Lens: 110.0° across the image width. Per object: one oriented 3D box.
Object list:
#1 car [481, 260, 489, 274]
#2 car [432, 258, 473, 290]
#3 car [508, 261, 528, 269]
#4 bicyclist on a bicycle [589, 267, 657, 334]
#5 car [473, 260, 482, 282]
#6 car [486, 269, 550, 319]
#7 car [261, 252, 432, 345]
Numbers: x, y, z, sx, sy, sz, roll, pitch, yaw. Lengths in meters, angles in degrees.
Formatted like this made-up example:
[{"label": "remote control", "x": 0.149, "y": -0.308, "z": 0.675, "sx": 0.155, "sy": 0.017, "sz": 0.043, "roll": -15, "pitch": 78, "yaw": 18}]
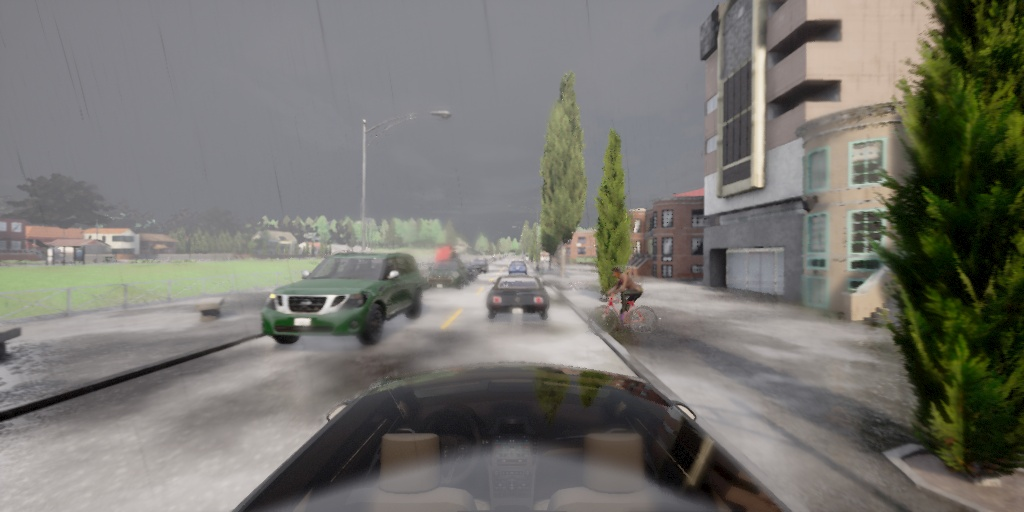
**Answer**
[{"label": "car", "x": -3.455, "y": 1.129, "z": 37.932, "sx": 2.033, "sy": 1.411, "sz": 5.357, "roll": 0, "pitch": 0, "yaw": 1}, {"label": "car", "x": -3.806, "y": 0.995, "z": 21.368, "sx": 2.097, "sy": 1.767, "sz": 4.553, "roll": 0, "pitch": 0, "yaw": 1}, {"label": "car", "x": 0.564, "y": 1.164, "z": 35.232, "sx": 2.033, "sy": 1.411, "sz": 5.357, "roll": 0, "pitch": 0, "yaw": 1}, {"label": "bicyclist on a bicycle", "x": 2.671, "y": 1.089, "z": 8.632, "sx": 1.656, "sy": 1.620, "sz": 0.582, "roll": 0, "pitch": 0, "yaw": 1}, {"label": "car", "x": -3.631, "y": 1.234, "z": 26.734, "sx": 1.994, "sy": 1.385, "sz": 4.181, "roll": 0, "pitch": 0, "yaw": 1}, {"label": "car", "x": 0.226, "y": 1.308, "z": 12.631, "sx": 1.895, "sy": 1.301, "sz": 4.718, "roll": 0, "pitch": 0, "yaw": 1}, {"label": "car", "x": -3.997, "y": 0.912, "z": 9.690, "sx": 2.150, "sy": 2.045, "sz": 5.566, "roll": 0, "pitch": 0, "yaw": 1}]
